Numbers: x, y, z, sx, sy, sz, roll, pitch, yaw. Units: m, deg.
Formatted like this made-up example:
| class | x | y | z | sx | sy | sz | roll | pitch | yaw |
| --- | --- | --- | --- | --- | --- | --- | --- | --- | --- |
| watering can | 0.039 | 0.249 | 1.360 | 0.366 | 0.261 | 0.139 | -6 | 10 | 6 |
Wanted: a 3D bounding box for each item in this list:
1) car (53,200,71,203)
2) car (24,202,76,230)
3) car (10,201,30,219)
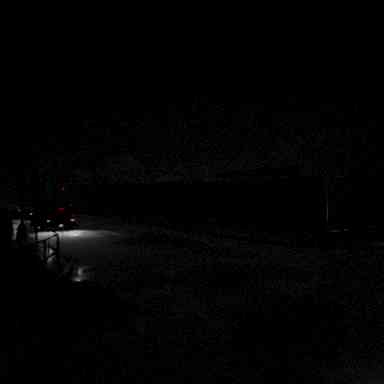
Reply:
| class | x | y | z | sx | sy | sz | roll | pitch | yaw |
| --- | --- | --- | --- | --- | --- | --- | --- | --- | --- |
| car | -14.199 | 1.556 | 35.919 | 2.128 | 1.511 | 4.902 | 1 | 0 | -35 |
| car | -9.210 | 1.582 | 21.684 | 2.033 | 1.411 | 5.357 | 1 | 0 | -35 |
| car | -14.952 | 1.560 | 29.776 | 1.812 | 1.442 | 4.674 | 1 | 0 | -35 |
